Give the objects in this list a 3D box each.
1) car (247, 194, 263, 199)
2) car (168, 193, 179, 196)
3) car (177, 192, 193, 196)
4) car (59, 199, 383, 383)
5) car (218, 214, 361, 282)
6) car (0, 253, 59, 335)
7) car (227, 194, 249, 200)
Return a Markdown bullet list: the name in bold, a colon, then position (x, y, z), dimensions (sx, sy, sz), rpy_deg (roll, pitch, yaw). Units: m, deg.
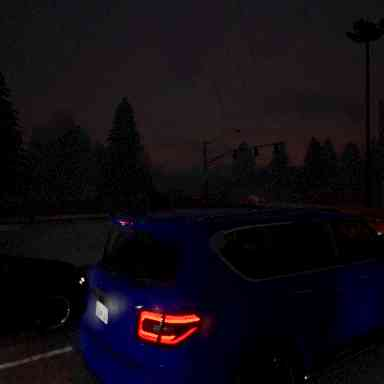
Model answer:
- **car**: position (8.411, 1.106, 47.751), dimensions (2.097, 1.767, 4.553), rpy_deg (-1, 0, -36)
- **car**: position (-4.206, 1.309, 59.598), dimensions (1.812, 1.442, 4.674), rpy_deg (-1, 0, -35)
- **car**: position (-1.337, 1.064, 61.600), dimensions (2.150, 2.045, 5.566), rpy_deg (-1, 0, -35)
- **car**: position (1.342, 1.205, 4.685), dimensions (5.566, 2.045, 2.150), rpy_deg (-1, 0, -35)
- **car**: position (3.063, 1.513, 10.201), dimensions (4.181, 1.385, 1.994), rpy_deg (-1, 0, -34)
- **car**: position (-3.782, 1.564, 5.339), dimensions (4.181, 1.385, 1.994), rpy_deg (0, 0, -36)
- **car**: position (5.317, 1.344, 46.023), dimensions (1.994, 1.385, 4.181), rpy_deg (-1, 0, -35)
